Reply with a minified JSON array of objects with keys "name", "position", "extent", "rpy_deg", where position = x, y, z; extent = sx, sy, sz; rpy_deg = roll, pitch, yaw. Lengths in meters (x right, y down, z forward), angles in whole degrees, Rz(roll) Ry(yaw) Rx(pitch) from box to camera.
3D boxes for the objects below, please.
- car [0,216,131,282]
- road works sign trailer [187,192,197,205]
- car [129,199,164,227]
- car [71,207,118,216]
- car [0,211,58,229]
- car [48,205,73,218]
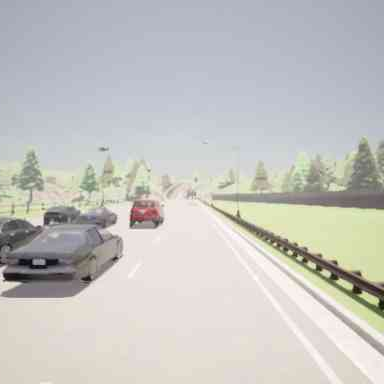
[{"name":"car","position":[-3.479,1.683,10.106],"extent":[2.033,1.411,5.357],"rpy_deg":[0,-1,0]},{"name":"road works sign trailer","position":[-0.002,1.616,87.201],"extent":[2.380,3.560,2.880],"rpy_deg":[0,-1,0]},{"name":"car","position":[-3.467,1.570,26.194],"extent":[2.150,2.045,5.566],"rpy_deg":[0,0,1]},{"name":"car","position":[-6.979,1.881,25.114],"extent":[2.033,1.411,5.357],"rpy_deg":[0,-1,0]},{"name":"car","position":[-6.954,1.669,12.250],"extent":[1.837,1.490,4.892],"rpy_deg":[0,-1,1]},{"name":"car","position":[-10.455,1.868,27.311],"extent":[1.837,1.490,4.892],"rpy_deg":[0,0,1]}]
